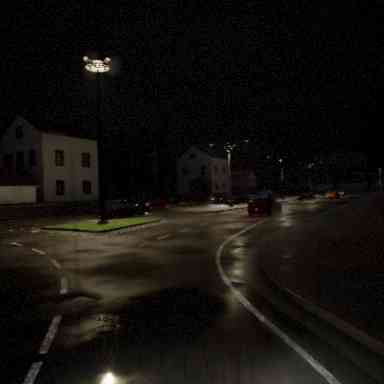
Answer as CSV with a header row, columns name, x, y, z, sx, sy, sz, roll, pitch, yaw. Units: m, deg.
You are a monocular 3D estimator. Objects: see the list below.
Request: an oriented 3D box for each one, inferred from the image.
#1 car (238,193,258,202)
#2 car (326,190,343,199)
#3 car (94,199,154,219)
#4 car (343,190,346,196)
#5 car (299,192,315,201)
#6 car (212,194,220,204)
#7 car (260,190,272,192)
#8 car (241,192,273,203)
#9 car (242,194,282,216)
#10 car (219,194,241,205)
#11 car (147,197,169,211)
name,x,y,z,sx,sy,sz,roll,pitch,yaw
car,11.312,1.064,66.344,2.033,1.411,5.357,-2,0,31
car,26.331,0.470,62.176,1.882,1.535,5.008,-2,0,31
car,-6.588,1.740,31.719,2.033,1.411,5.357,-2,0,40
car,31.773,0.218,71.094,1.895,1.301,4.718,-2,0,31
car,20.393,0.771,58.966,1.994,1.385,4.181,-2,0,31
car,5.099,1.101,56.239,2.097,1.767,4.553,-2,0,32
car,14.053,0.646,64.138,2.150,2.045,5.566,-2,0,31
car,7.896,1.165,38.442,2.128,1.511,4.902,-2,0,31
car,6.405,1.215,29.027,1.882,1.535,5.008,-2,0,29
car,6.796,1.187,52.327,2.128,1.511,4.902,-2,0,32
car,-4.804,1.471,40.228,2.097,1.767,4.553,-2,0,33
